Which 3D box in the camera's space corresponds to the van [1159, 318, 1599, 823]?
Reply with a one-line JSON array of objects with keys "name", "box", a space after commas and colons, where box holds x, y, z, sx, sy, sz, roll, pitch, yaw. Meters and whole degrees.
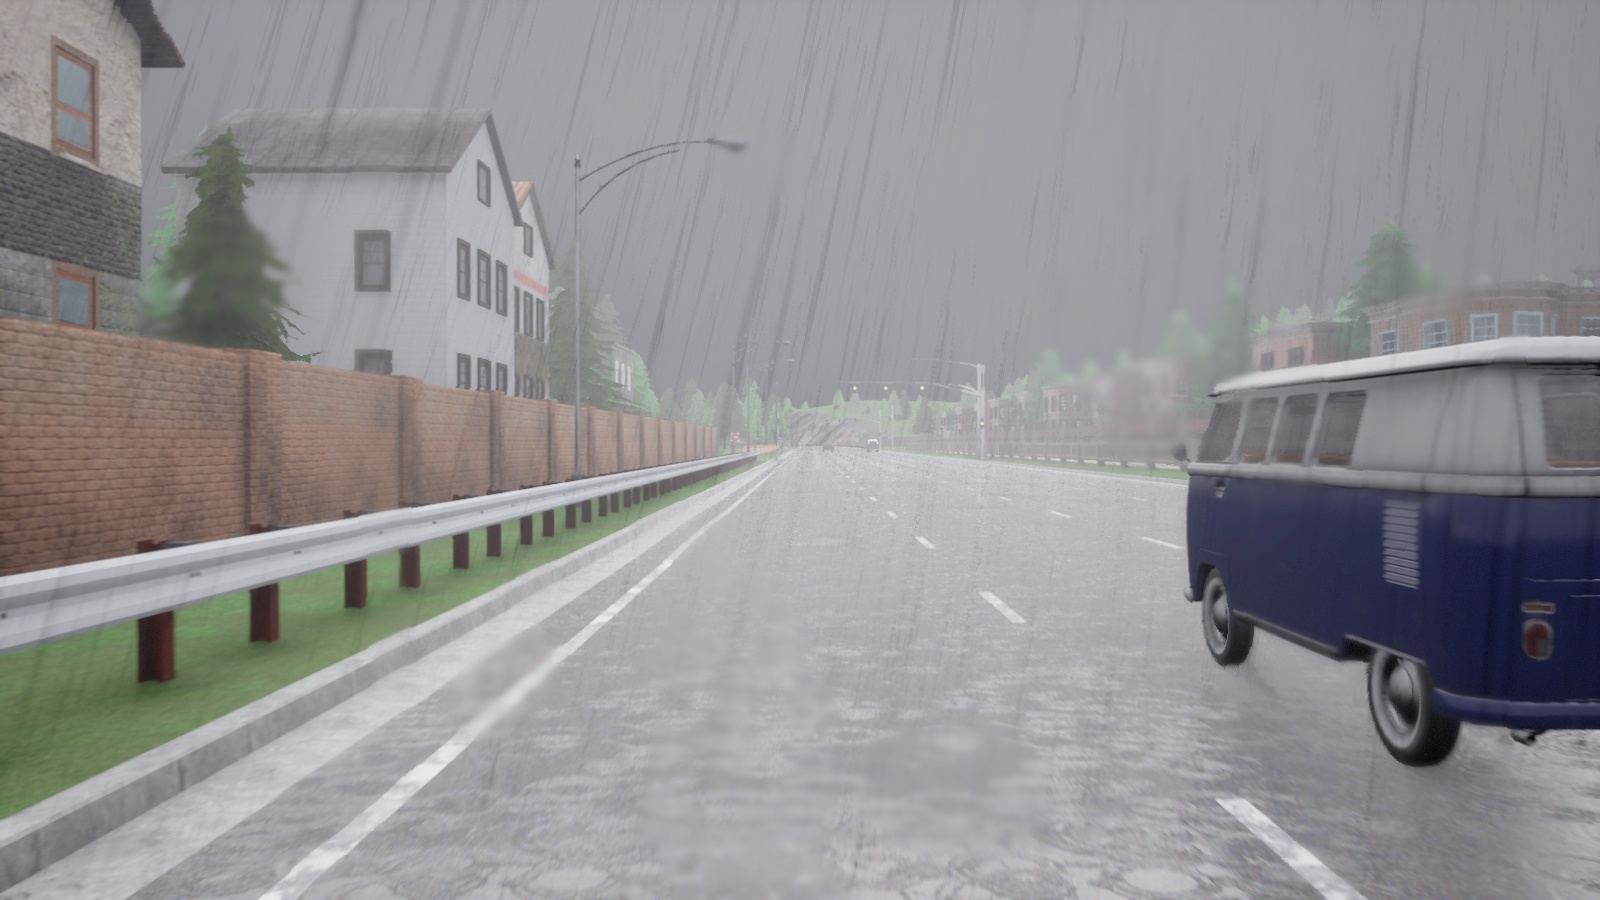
[{"name": "van", "box": [3.556, 0.462, 7.157, 1.775, 1.987, 4.442, 0, 0, 0]}]
